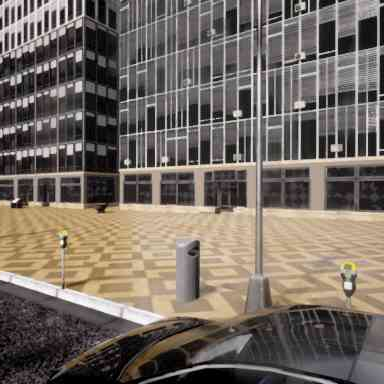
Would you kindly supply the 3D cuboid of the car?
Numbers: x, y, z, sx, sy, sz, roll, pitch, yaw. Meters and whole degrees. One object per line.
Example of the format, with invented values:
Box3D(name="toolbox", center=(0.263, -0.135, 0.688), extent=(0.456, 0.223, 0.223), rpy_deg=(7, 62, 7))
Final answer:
Box3D(name="car", center=(0.735, 1.566, 2.345), extent=(4.313, 1.339, 1.947), rpy_deg=(0, 0, 35))
